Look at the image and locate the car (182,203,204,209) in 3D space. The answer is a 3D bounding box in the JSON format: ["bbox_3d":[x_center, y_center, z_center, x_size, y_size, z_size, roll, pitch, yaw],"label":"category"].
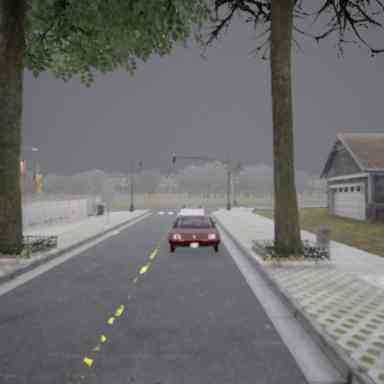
[{"bbox_3d":[0.096,1.613,28.430,1.895,1.301,4.718,0,0,3],"label":"car"}]

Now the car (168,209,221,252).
[{"bbox_3d":[0.096,1.586,13.837,1.895,1.301,4.718,0,0,0],"label":"car"}]
